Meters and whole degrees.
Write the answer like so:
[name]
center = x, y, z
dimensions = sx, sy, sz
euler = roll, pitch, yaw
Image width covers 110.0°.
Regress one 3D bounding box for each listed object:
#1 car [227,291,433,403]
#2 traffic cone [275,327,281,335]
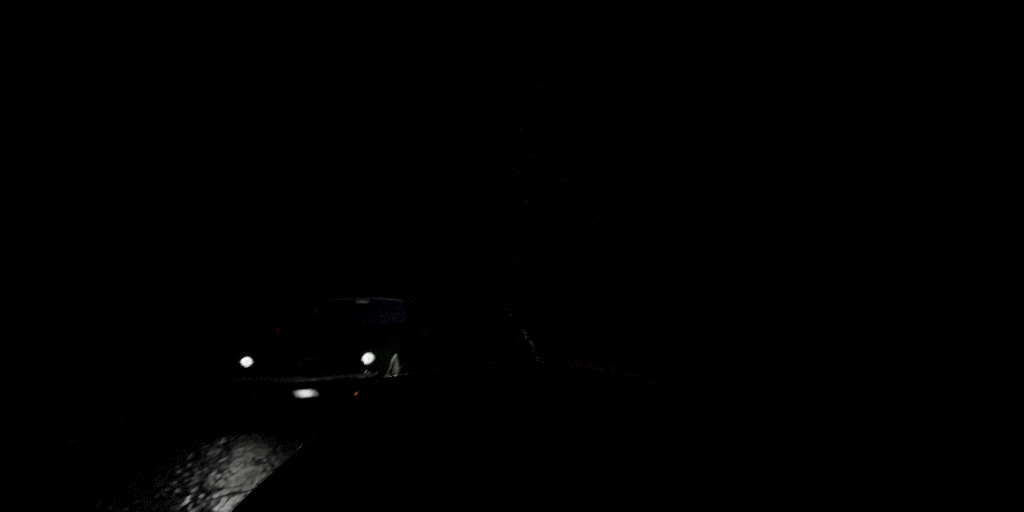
[car]
center = -2.697, 1.371, 6.579
dimensions = 1.895, 1.301, 4.718
euler = 0, 0, -5
[traffic cone]
center = -4.725, 1.739, 7.257
dimensions = 0.340, 0.580, 0.340
euler = 0, 0, -5
